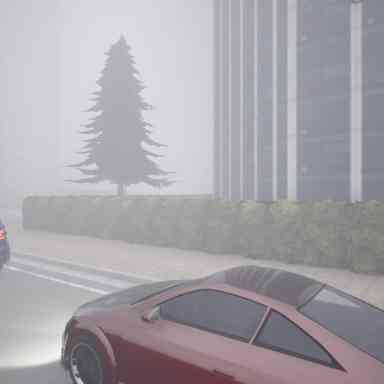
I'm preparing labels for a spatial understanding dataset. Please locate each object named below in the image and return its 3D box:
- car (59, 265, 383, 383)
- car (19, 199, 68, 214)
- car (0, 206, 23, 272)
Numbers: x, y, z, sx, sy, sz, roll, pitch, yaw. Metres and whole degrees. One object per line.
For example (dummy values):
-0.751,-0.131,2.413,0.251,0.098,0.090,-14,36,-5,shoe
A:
0.434,1.564,3.683,4.181,1.385,1.994,0,0,35,car
-16.927,1.560,38.133,1.837,1.490,4.892,0,0,35,car
-7.179,1.221,9.072,5.566,2.045,2.150,0,0,35,car
